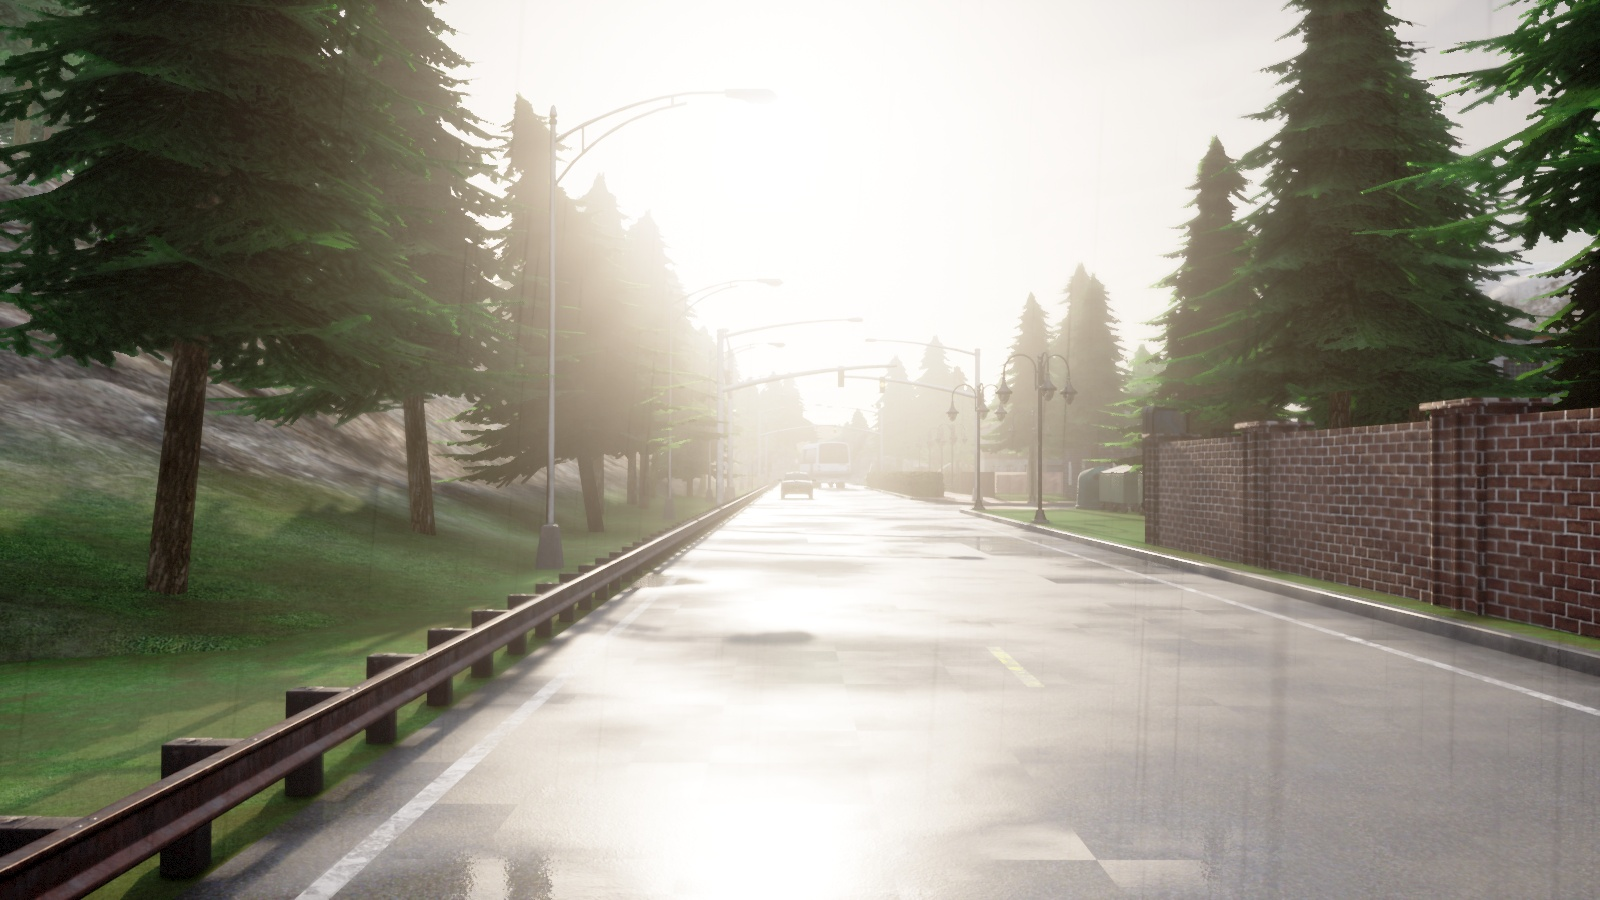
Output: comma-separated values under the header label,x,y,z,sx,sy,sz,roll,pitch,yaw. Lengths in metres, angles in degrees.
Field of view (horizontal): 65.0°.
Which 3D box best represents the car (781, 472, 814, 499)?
label,x,y,z,sx,sy,sz,roll,pitch,yaw
car,-0.162,2.030,72.178,1.837,1.490,4.892,0,-1,0
